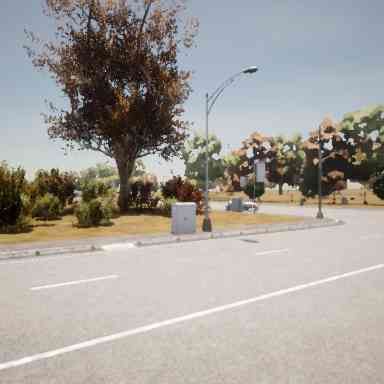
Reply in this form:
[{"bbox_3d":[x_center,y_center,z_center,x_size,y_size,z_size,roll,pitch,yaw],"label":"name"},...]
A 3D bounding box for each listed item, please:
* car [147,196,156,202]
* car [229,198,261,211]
[{"bbox_3d":[-7.860,1.173,61.519,2.097,1.767,4.553,0,0,-36],"label":"car"},{"bbox_3d":[6.195,1.457,40.156,1.812,1.442,4.674,0,0,-32],"label":"car"}]
